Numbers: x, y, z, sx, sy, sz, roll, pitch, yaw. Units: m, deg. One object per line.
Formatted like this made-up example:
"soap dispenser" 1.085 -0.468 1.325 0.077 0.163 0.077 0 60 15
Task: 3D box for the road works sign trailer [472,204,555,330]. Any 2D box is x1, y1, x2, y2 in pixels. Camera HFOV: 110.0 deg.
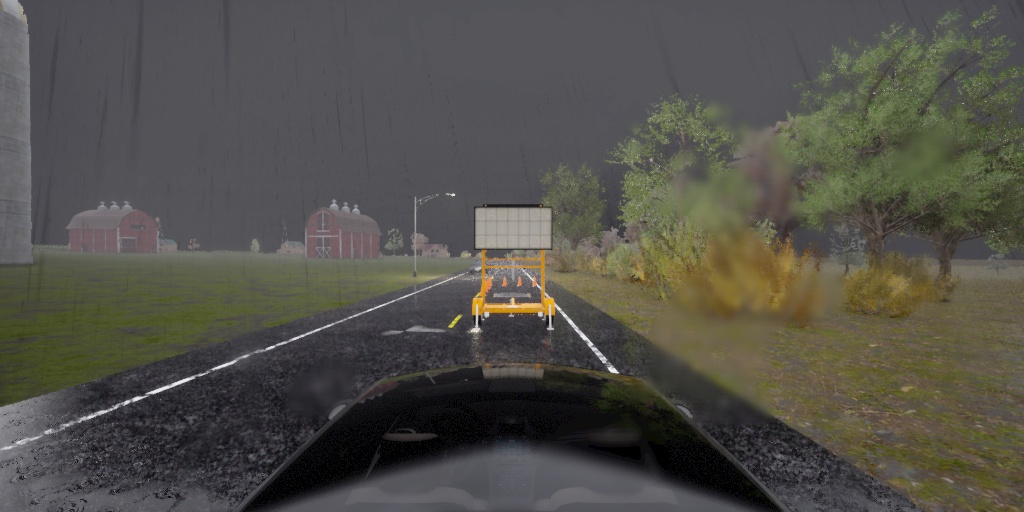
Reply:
"road works sign trailer" 0.038 0.212 11.107 2.380 3.560 2.880 0 0 0

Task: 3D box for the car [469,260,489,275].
"car" -3.630 1.237 40.007 2.128 1.511 4.902 0 0 0
